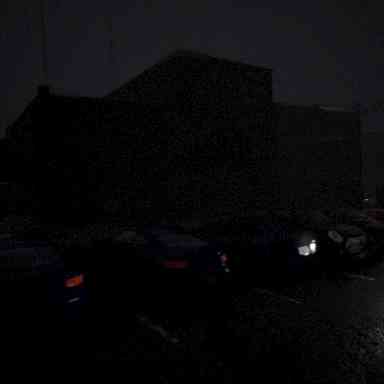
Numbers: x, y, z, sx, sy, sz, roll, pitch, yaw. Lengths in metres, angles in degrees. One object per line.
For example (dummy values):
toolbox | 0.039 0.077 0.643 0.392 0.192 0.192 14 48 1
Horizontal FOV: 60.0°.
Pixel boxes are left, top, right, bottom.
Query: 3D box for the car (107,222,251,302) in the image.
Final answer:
car | -0.996 1.500 8.289 2.002 1.452 4.674 0 0 -35

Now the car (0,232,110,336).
car | -3.490 1.516 6.511 2.002 1.452 4.674 0 0 -35

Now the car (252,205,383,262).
car | 3.768 1.303 11.729 2.185 1.767 4.553 0 0 -36

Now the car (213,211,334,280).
car | 1.378 1.474 10.022 2.163 1.488 4.792 0 0 -36

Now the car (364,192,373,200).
car | 26.949 0.499 54.123 1.882 1.535 5.008 -4 0 -23
